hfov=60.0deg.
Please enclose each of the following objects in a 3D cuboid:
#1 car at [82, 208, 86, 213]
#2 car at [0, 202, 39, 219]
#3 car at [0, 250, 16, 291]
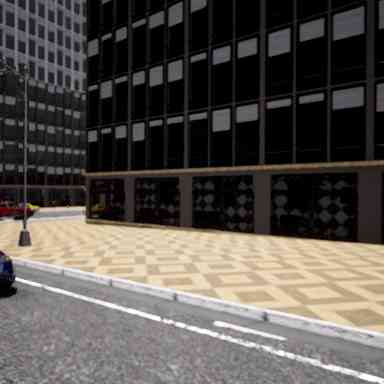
[{"bbox_3d":[-11.425,2.152,41.668,1.752,1.417,4.829,0,-1,36],"label":"car"},{"bbox_3d":[-18.231,1.843,32.462,2.192,1.841,5.009,0,-1,36],"label":"car"},{"bbox_3d":[-6.111,1.653,8.034,4.181,1.385,1.994,-1,0,36],"label":"car"}]
